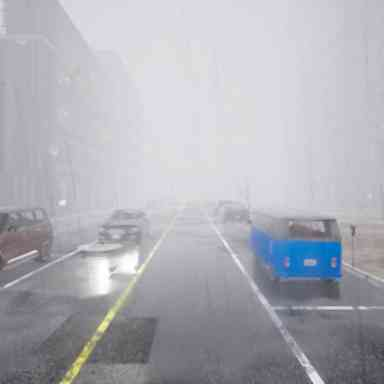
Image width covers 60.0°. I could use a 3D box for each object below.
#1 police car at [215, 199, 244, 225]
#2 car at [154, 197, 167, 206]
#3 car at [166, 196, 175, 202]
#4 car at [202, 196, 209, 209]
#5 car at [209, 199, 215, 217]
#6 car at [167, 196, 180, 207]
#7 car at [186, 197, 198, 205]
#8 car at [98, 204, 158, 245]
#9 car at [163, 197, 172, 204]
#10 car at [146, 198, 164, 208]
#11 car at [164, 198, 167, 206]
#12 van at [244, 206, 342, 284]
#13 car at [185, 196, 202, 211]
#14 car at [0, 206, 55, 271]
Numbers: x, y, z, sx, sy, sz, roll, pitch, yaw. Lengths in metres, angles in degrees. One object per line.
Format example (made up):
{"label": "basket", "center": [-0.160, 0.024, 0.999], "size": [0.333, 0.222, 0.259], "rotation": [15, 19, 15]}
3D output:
{"label": "police car", "center": [3.142, 1.538, 25.610], "size": [1.930, 1.638, 5.238], "rotation": [0, 0, 0]}
{"label": "car", "center": [-5.660, 1.706, 59.574], "size": [1.967, 1.590, 4.097], "rotation": [1, 0, 0]}
{"label": "car", "center": [-5.656, 1.834, 87.422], "size": [1.967, 1.590, 4.097], "rotation": [1, 0, 0]}
{"label": "car", "center": [2.716, 1.760, 48.430], "size": [1.887, 1.381, 4.507], "rotation": [1, 0, 0]}
{"label": "car", "center": [3.123, 1.496, 32.472], "size": [2.097, 1.767, 4.553], "rotation": [0, 0, 0]}
{"label": "car", "center": [-3.042, 1.732, 57.044], "size": [1.882, 1.535, 5.008], "rotation": [0, 0, 0]}
{"label": "car", "center": [0.047, 1.781, 64.896], "size": [2.128, 1.511, 4.902], "rotation": [0, -1, 1]}
{"label": "car", "center": [-3.095, 1.562, 16.007], "size": [2.128, 1.511, 4.902], "rotation": [0, 0, 0]}
{"label": "car", "center": [-5.657, 1.925, 76.282], "size": [1.802, 1.307, 4.206], "rotation": [1, 0, 0]}
{"label": "car", "center": [-5.664, 1.760, 48.434], "size": [1.887, 1.381, 4.507], "rotation": [1, 0, 0]}
{"label": "car", "center": [-5.663, 1.806, 54.004], "size": [1.947, 1.339, 4.313], "rotation": [1, 0, 0]}
{"label": "van", "center": [2.707, 1.383, 9.444], "size": [1.690, 1.788, 3.998], "rotation": [1, 0, 0]}
{"label": "car", "center": [0.040, 1.678, 44.183], "size": [1.882, 1.535, 5.008], "rotation": [0, 0, 1]}
{"label": "car", "center": [-5.672, 1.356, 9.447], "size": [2.192, 1.841, 5.009], "rotation": [1, 0, 0]}
